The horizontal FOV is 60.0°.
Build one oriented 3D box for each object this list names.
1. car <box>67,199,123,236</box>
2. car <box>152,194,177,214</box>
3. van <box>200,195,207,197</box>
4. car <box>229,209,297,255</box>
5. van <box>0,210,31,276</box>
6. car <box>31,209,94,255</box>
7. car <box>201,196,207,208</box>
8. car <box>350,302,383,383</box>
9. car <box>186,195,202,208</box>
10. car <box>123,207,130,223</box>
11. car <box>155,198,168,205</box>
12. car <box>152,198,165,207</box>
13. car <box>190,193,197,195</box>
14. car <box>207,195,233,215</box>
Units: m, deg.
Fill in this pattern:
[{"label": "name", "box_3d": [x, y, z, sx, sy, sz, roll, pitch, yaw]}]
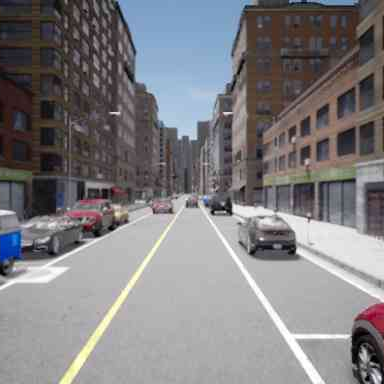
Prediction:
[{"label": "car", "box_3d": [-5.666, 1.362, 18.718, 2.192, 1.841, 5.009, 0, 0, 0]}, {"label": "car", "box_3d": [-3.081, 1.449, 36.198, 2.097, 1.767, 4.553, 0, 0, 0]}, {"label": "van", "box_3d": [2.869, 1.517, 62.333, 1.690, 1.788, 3.998, 0, 0, 0]}, {"label": "car", "box_3d": [2.858, 1.583, 13.296, 2.008, 1.369, 4.403, 0, 0, 0]}, {"label": "van", "box_3d": [-5.669, 1.360, 7.816, 1.690, 1.788, 3.998, 0, 0, 0]}, {"label": "car", "box_3d": [-5.667, 1.584, 13.267, 2.008, 1.369, 4.403, 0, 0, 0]}, {"label": "car", "box_3d": [2.867, 1.708, 51.435, 1.947, 1.339, 4.313, 0, 0, 0]}, {"label": "car", "box_3d": [2.855, 1.446, 2.399, 1.967, 1.590, 4.097, 0, 0, 0]}, {"label": "car", "box_3d": [0.042, 1.634, 51.790, 2.128, 1.511, 4.902, 0, 0, 1]}, {"label": "car", "box_3d": [-5.664, 1.587, 23.998, 1.752, 1.417, 4.829, 0, 0, 0]}, {"label": "car", "box_3d": [-5.656, 1.742, 62.325, 1.947, 1.339, 4.313, 0, 0, 0]}, {"label": "car", "box_3d": [-5.657, 1.742, 56.874, 1.802, 1.307, 4.206, 0, 0, 0]}, {"label": "car", "box_3d": [0.016, 1.537, 69.314, 1.812, 1.442, 4.674, 0, 0, 0]}, {"label": "car", "box_3d": [3.008, 1.316, 34.911, 2.150, 2.045, 5.566, 0, 0, 0]}]
